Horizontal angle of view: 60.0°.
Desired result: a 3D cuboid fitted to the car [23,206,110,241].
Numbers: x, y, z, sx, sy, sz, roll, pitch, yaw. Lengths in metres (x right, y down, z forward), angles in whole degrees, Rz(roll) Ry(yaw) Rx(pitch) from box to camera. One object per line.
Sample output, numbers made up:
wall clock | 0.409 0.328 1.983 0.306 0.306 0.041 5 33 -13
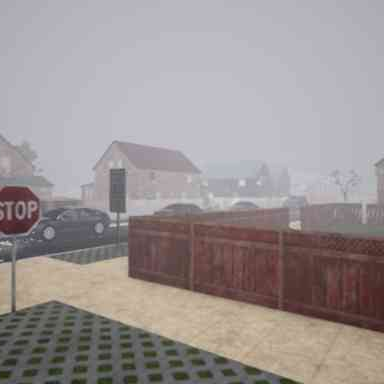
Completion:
car | -6.428 1.498 16.984 1.837 1.490 4.892 1 0 35

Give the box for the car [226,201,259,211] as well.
car | 5.145 1.641 33.352 1.812 1.442 4.674 1 0 35

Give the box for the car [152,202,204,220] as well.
car | -0.996 1.553 24.666 1.837 1.490 4.892 1 0 35

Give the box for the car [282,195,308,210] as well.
car | 14.477 1.455 46.389 2.150 2.045 5.566 1 0 35
